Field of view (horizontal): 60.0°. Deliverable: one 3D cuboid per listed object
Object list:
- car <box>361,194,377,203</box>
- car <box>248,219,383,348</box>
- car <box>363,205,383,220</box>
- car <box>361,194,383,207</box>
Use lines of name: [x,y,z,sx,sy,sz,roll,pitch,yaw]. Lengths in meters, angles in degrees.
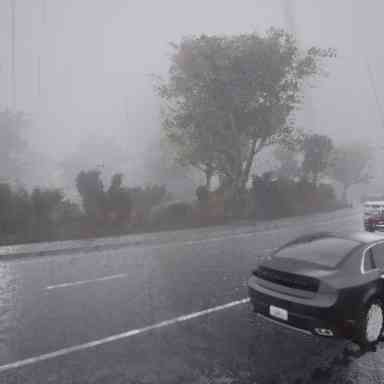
car: [36.519,1.321,68.696,2.097,1.767,4.553,0,0,17]
car: [3.163,1.515,6.376,4.892,1.490,1.837,0,0,-38]
car: [11.220,1.621,18.585,1.895,1.301,4.718,0,0,44]
car: [18.027,1.247,31.820,2.150,2.045,5.566,0,0,37]
